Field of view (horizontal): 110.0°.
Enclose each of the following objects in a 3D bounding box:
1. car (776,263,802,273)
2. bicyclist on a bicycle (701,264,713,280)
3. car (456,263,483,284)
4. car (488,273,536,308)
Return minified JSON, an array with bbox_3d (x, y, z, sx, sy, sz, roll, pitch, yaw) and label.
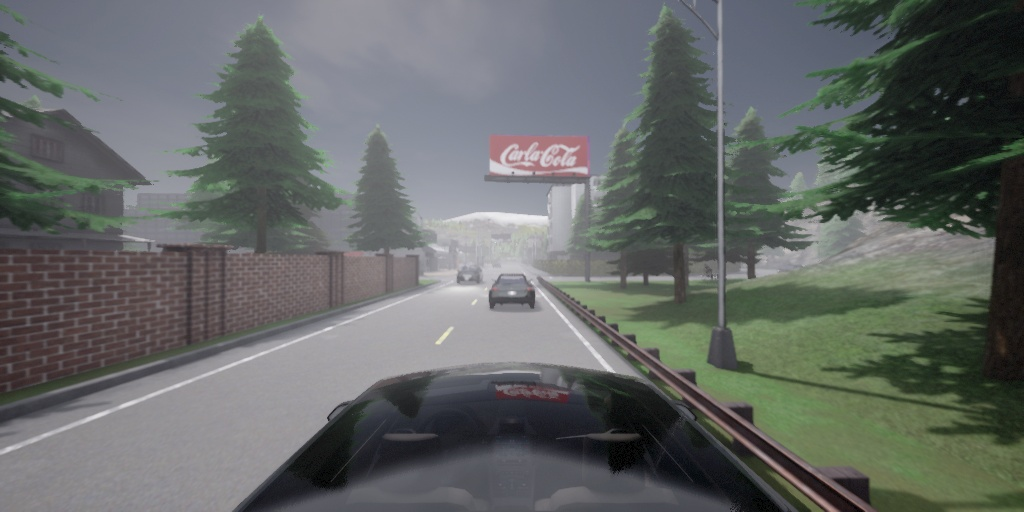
[{"bbox_3d":[36.633,1.938,47.193,5.357,1.411,2.033,0,-1,-36],"label":"car"},{"bbox_3d":[19.352,1.579,35.640,0.582,1.620,1.656,-2,-3,-13],"label":"bicyclist on a bicycle"},{"bbox_3d":[-3.492,1.521,30.196,2.128,1.511,4.902,0,-1,0],"label":"car"},{"bbox_3d":[0.008,1.455,16.164,1.994,1.385,4.181,0,-1,0],"label":"car"}]
